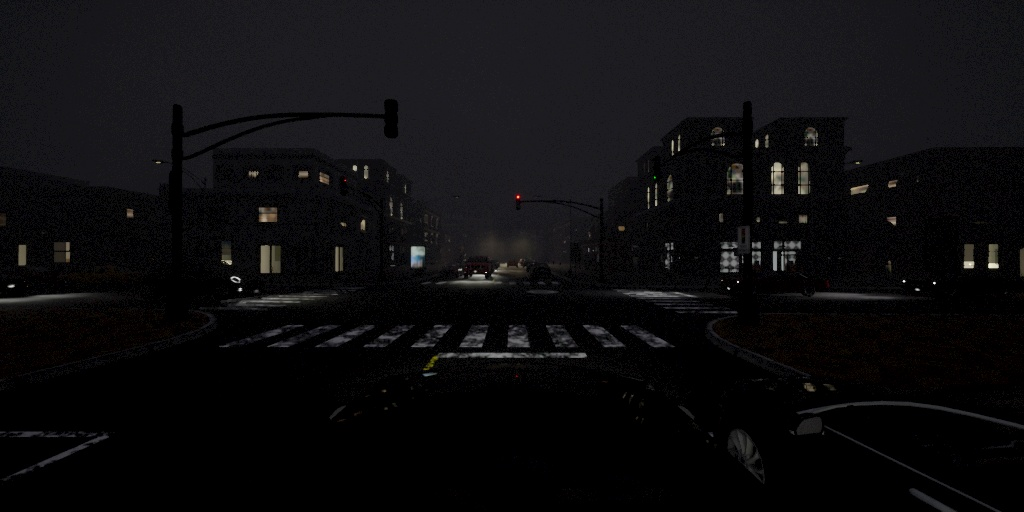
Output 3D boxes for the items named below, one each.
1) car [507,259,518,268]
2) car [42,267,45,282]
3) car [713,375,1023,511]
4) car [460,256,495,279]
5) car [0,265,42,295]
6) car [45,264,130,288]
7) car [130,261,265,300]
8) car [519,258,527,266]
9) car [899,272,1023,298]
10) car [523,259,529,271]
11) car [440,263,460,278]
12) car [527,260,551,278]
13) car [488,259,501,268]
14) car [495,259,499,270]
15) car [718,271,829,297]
[{"bbox_3d":[0.093,1.237,63.899,1.882,1.535,5.008,0,0,0],"label":"car"},{"bbox_3d":[-30.822,1.227,22.445,4.207,1.307,1.802,0,0,1],"label":"car"},{"bbox_3d":[2.691,1.300,1.580,2.007,1.370,4.403,0,0,0],"label":"car"},{"bbox_3d":[-3.115,0.975,33.519,2.150,2.045,5.566,0,0,1],"label":"car"},{"bbox_3d":[-25.493,1.143,16.576,4.892,1.490,1.837,0,0,1],"label":"car"},{"bbox_3d":[-25.456,1.194,22.362,4.829,1.417,1.751,0,0,1],"label":"car"},{"bbox_3d":[-14.116,1.038,16.578,4.553,1.767,2.097,0,0,-2],"label":"car"},{"bbox_3d":[2.685,1.309,61.579,2.007,1.370,4.403,0,0,0],"label":"car"},{"bbox_3d":[23.749,1.481,19.022,4.718,1.301,1.895,0,0,1],"label":"car"},{"bbox_3d":[2.687,1.336,45.012,1.802,1.307,4.207,0,0,0],"label":"car"},{"bbox_3d":[-5.693,1.335,33.982,1.802,1.307,4.207,0,0,0],"label":"car"},{"bbox_3d":[2.688,1.318,33.970,1.948,1.339,4.313,0,0,0],"label":"car"},{"bbox_3d":[-3.056,1.306,63.090,2.033,1.411,5.357,0,0,1],"label":"car"},{"bbox_3d":[-3.099,1.245,43.447,2.128,1.511,4.902,0,0,1],"label":"car"},{"bbox_3d":[13.800,1.432,19.168,4.718,1.301,1.895,0,0,1],"label":"car"}]
